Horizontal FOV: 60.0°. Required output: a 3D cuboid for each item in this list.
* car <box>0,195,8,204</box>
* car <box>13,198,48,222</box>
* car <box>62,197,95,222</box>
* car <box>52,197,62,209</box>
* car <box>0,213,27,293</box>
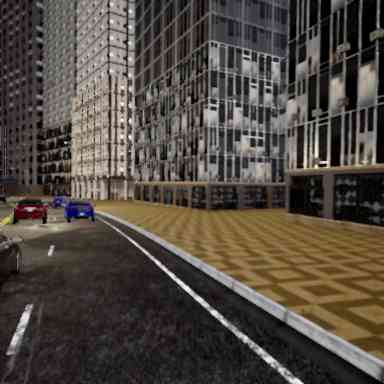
[{"bbox_3d":[-30.548,1.091,53.075,1.895,1.301,4.718,0,0,-32],"label":"car"},{"bbox_3d":[-11.645,1.213,24.172,2.097,1.767,4.553,0,0,-23],"label":"car"},{"bbox_3d":[-8.535,1.343,25.122,1.882,1.535,5.008,0,0,-23],"label":"car"},{"bbox_3d":[-16.168,1.294,41.099,1.812,1.442,4.674,0,0,-27],"label":"car"},{"bbox_3d":[-4.971,1.459,7.176,1.837,1.490,4.892,0,0,-20],"label":"car"}]
